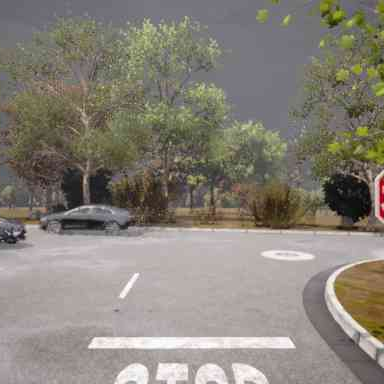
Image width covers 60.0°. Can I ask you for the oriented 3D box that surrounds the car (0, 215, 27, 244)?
[{"bbox_3d":[-8.672,1.267,12.726,4.892,1.490,1.837,1,-2,17],"label":"car"}]

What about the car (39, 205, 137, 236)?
[{"bbox_3d":[-5.322,1.405,17.314,4.902,1.511,2.128,1,-1,0],"label":"car"}]
